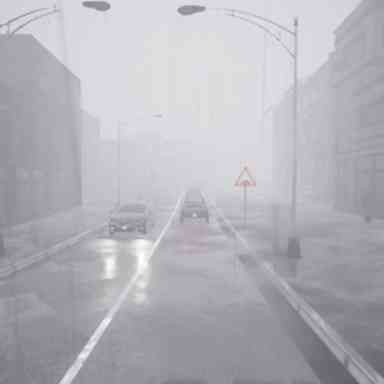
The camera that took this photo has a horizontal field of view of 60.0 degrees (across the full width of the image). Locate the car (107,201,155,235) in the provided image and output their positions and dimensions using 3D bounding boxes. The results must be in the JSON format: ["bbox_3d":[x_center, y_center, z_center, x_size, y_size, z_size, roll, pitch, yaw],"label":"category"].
[{"bbox_3d":[-3.040,1.273,17.410,1.837,1.490,4.892,0,2,0],"label":"car"}]

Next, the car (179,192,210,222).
[{"bbox_3d":[0.176,1.064,22.267,2.128,1.511,4.902,0,3,0],"label":"car"}]

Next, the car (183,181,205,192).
[{"bbox_3d":[0.257,-0.187,42.239,2.128,1.511,4.902,0,4,1],"label":"car"}]

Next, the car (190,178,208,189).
[{"bbox_3d":[0.725,-1.463,59.934,2.150,2.045,5.566,1,2,35],"label":"car"}]
